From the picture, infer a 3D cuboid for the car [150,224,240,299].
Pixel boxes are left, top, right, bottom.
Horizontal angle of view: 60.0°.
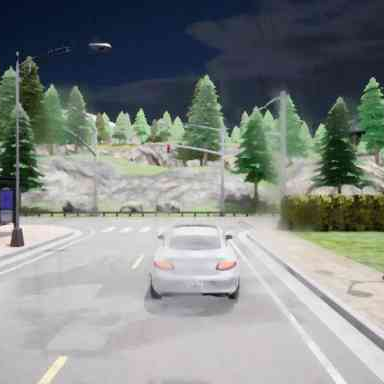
[{"bbox_3d":[0.077,1.523,8.310,1.812,1.442,4.674,0,0,1],"label":"car"}]
